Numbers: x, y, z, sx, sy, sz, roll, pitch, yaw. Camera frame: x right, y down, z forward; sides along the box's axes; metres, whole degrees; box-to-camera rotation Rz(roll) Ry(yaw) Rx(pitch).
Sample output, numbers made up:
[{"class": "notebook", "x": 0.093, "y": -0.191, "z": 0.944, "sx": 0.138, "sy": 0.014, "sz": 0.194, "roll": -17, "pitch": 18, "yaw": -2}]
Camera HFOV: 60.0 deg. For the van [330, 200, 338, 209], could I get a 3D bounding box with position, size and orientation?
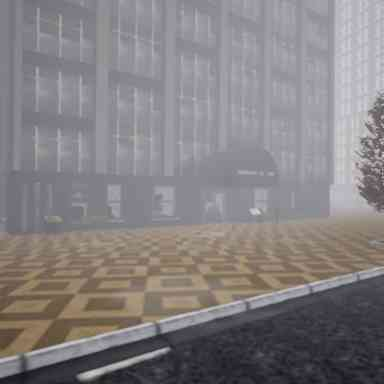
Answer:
[{"class": "van", "x": 26.382, "y": 2.527, "z": 64.555, "sx": 1.690, "sy": 1.788, "sz": 3.998, "roll": 0, "pitch": -1, "yaw": -22}]
